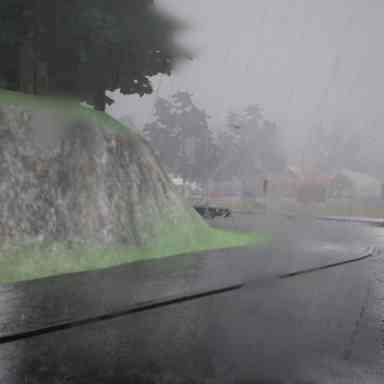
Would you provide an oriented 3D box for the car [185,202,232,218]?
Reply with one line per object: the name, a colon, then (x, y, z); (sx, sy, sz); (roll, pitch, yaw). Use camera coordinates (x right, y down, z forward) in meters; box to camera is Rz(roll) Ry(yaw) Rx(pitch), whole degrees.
car: (1.432, 1.604, 29.776); (1.895, 1.301, 4.718); (0, 0, -35)
